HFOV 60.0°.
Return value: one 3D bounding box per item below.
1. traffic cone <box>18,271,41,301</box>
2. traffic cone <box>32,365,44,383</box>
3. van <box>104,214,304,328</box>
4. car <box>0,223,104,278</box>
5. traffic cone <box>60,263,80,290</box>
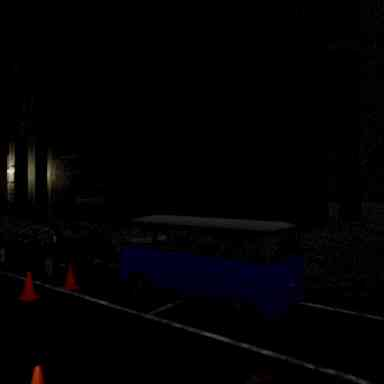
[{"bbox_3d":[-3.522,2.006,7.204,0.340,0.580,0.340,0,-1,36],"label":"traffic cone"},{"bbox_3d":[-1.493,1.980,3.219,0.340,0.580,0.340,0,-1,36],"label":"traffic cone"},{"bbox_3d":[0.223,1.408,6.872,3.998,1.788,1.690,0,-1,36],"label":"van"},{"bbox_3d":[-4.303,1.624,10.211,4.403,1.369,2.008,0,-1,36],"label":"car"},{"bbox_3d":[-2.928,2.016,8.008,0.340,0.580,0.340,0,-1,36],"label":"traffic cone"}]
